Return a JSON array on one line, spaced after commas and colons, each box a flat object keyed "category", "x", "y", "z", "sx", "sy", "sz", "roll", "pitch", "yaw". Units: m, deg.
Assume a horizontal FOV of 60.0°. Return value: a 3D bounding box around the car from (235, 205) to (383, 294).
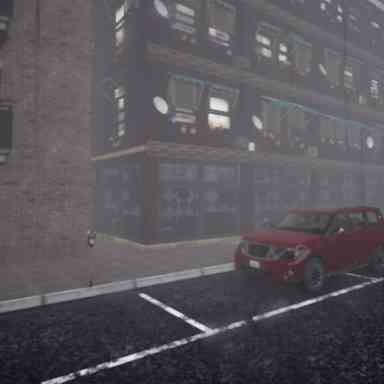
[{"category": "car", "x": 3.476, "y": 1.322, "z": 9.036, "sx": 5.009, "sy": 1.841, "sz": 2.192, "roll": 0, "pitch": 0, "yaw": -35}]
